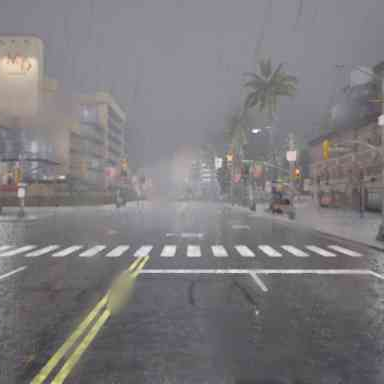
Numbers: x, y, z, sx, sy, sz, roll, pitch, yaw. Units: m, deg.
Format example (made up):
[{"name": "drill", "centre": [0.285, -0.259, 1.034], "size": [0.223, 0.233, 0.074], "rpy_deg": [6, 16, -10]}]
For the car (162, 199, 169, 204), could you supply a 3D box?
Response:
[{"name": "car", "centre": [-7.150, 2.600, 89.949], "size": [1.895, 1.301, 4.718], "rpy_deg": [0, -1, -4]}]
